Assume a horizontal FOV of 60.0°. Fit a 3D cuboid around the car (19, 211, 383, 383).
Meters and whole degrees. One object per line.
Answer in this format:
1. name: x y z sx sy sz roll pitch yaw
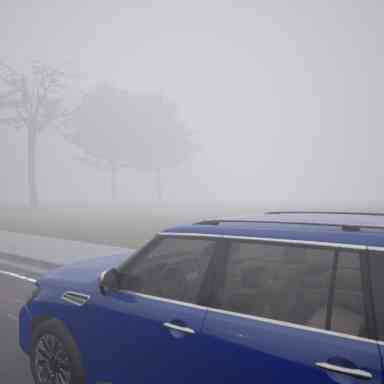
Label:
1. car: 0.588 1.222 3.273 5.566 2.045 2.150 0 0 35
